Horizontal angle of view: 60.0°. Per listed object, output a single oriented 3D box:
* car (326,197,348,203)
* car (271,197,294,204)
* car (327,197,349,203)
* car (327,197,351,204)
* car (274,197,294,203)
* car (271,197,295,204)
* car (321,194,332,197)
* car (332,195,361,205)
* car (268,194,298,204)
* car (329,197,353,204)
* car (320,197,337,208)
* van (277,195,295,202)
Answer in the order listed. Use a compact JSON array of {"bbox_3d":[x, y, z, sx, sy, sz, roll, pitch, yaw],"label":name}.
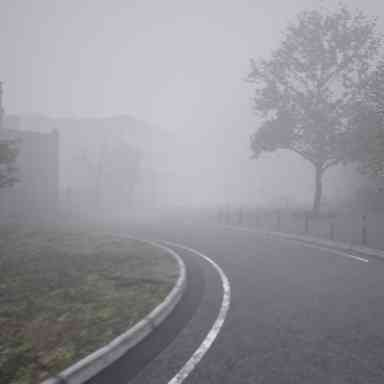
[{"bbox_3d":[37.159,2.006,85.397,4.792,1.488,2.163,0,0,18],"label":"car"},{"bbox_3d":[19.900,1.881,73.112,4.674,1.452,2.002,0,0,18],"label":"car"},{"bbox_3d":[36.252,1.963,82.723,5.008,1.535,2.097,0,0,18],"label":"car"},{"bbox_3d":[35.376,1.951,80.038,5.008,1.535,2.097,0,0,18],"label":"car"},{"bbox_3d":[22.529,1.925,81.173,4.674,1.452,2.002,0,0,18],"label":"car"},{"bbox_3d":[20.775,1.857,75.801,5.008,1.535,2.097,0,0,18],"label":"car"},{"bbox_3d":[24.689,1.566,63.059,2.150,2.045,5.566,0,0,18],"label":"car"},{"bbox_3d":[30.072,1.727,63.940,4.553,1.767,2.185,0,0,18],"label":"car"},{"bbox_3d":[19.002,1.573,70.435,5.566,2.045,2.435,0,0,18],"label":"car"},{"bbox_3d":[34.502,1.939,77.353,4.892,1.521,2.231,0,0,18],"label":"car"},{"bbox_3d":[21.496,1.864,53.218,1.895,1.301,4.718,0,0,18],"label":"car"},{"bbox_3d":[25.272,1.698,89.196,4.442,1.987,1.878,0,0,18],"label":"van"}]
